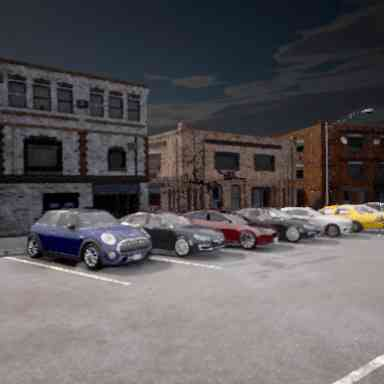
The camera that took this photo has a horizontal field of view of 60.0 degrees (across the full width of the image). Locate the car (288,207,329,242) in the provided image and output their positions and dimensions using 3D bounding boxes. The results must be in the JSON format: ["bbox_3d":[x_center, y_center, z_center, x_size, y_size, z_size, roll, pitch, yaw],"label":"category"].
[{"bbox_3d":[3.727,1.494,16.259,4.892,1.521,2.231,-1,-1,34],"label":"car"}]

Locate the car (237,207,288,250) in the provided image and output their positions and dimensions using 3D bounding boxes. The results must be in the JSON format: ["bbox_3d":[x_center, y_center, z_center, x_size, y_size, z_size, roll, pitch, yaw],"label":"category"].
[{"bbox_3d":[1.366,1.520,14.529,4.792,1.488,2.163,-1,-1,35],"label":"car"}]

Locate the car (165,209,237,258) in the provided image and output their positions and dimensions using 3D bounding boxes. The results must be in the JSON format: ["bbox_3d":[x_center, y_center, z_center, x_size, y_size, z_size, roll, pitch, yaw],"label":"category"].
[{"bbox_3d":[-1.053,1.490,12.847,4.892,1.521,2.231,-1,-1,35],"label":"car"}]

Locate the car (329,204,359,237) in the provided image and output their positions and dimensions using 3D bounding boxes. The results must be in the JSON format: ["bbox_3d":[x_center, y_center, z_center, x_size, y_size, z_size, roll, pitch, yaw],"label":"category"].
[{"bbox_3d":[6.118,1.535,17.953,4.674,1.452,2.002,-1,-1,35],"label":"car"}]

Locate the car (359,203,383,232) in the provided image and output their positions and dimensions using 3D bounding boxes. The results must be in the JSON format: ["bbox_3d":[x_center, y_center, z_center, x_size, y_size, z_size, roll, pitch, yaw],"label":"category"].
[{"bbox_3d":[8.353,1.496,19.754,5.366,1.575,1.946,-1,-1,35],"label":"car"}]

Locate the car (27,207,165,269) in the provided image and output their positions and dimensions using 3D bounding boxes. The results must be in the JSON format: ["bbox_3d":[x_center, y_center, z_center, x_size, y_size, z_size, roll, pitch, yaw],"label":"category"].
[{"bbox_3d":[-3.462,1.362,11.162,4.553,1.767,2.185,-1,-1,35],"label":"car"}]
